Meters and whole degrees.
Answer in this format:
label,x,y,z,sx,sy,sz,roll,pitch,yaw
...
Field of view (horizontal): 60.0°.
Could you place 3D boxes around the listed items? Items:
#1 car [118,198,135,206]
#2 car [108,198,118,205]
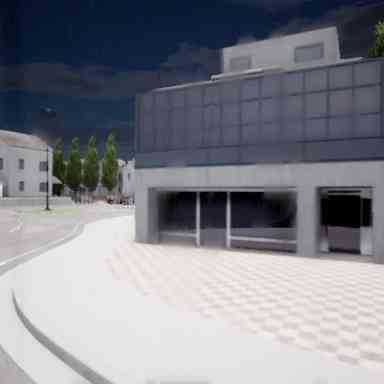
label,x,y,z,sx,sy,sz,roll,pitch,yaw
car,-10.864,1.802,60.162,1.994,1.385,4.181,0,0,26
car,-13.749,1.795,62.191,1.994,1.385,4.181,0,0,26
